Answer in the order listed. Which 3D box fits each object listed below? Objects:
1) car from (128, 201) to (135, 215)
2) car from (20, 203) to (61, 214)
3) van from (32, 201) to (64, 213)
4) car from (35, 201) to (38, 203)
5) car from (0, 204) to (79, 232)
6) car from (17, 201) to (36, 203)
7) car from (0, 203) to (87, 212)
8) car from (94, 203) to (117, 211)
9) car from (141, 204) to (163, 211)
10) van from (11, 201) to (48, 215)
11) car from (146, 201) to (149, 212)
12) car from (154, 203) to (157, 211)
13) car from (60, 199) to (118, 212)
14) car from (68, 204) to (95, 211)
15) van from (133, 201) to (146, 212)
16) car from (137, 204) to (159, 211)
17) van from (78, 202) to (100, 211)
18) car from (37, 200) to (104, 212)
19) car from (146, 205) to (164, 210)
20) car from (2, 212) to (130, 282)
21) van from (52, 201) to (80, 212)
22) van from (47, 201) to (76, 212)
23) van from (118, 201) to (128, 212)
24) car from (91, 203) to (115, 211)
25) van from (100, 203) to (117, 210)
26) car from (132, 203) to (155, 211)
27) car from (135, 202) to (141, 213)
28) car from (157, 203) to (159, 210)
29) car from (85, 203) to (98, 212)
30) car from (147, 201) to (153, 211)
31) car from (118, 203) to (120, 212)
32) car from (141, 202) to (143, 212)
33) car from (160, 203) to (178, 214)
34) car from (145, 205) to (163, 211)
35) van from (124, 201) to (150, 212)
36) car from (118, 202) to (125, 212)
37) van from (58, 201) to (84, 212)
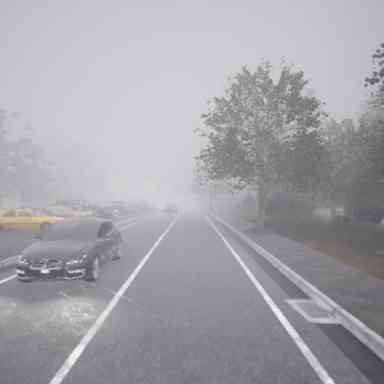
[{"bbox_3d":[-10.323,2.298,42.594,5.008,1.535,2.097,0,-2,0],"label":"car"},{"bbox_3d":[-23.207,2.549,51.098,5.366,1.575,1.946,0,-2,0],"label":"car"},{"bbox_3d":[-23.272,2.410,53.871,4.442,1.987,1.878,0,-2,0],"label":"van"},{"bbox_3d":[-23.389,2.387,45.559,4.892,1.521,2.231,0,-2,0],"label":"car"},{"bbox_3d":[-10.147,1.679,20.409,5.366,1.575,1.946,0,-1,0],"label":"car"},{"bbox_3d":[-23.392,2.303,42.790,5.008,1.535,2.097,0,-2,0],"label":"car"},{"bbox_3d":[-10.336,1.742,23.177,4.892,1.521,2.231,0,-1,0],"label":"car"},{"bbox_3d":[-23.337,3.971,89.835,5.566,2.045,2.435,0,-3,0],"label":"car"},{"bbox_3d":[-10.103,3.959,84.183,5.366,1.575,1.946,0,-3,0],"label":"car"},{"bbox_3d":[-23.510,2.244,48.335,4.442,1.987,1.878,0,-2,0],"label":"van"},{"bbox_3d":[-10.337,2.744,56.474,4.792,1.488,2.163,0,-2,0],"label":"car"},{"bbox_3d":[-10.295,3.195,67.543,5.008,1.535,2.097,0,-3,0],"label":"car"},{"bbox_3d":[-10.296,1.714,31.502,5.566,2.045,2.435,0,-2,0],"label":"car"},{"bbox_3d":[-23.372,3.328,70.451,5.008,1.535,2.097,0,-3,0],"label":"car"},{"bbox_3d":[-10.193,2.405,53.701,4.442,1.987,1.878,0,-2,0],"label":"van"},{"bbox_3d":[-10.286,3.708,78.636,4.892,1.521,2.231,0,-3,0],"label":"car"},{"bbox_3d":[-23.491,3.352,75.872,4.442,1.987,1.878,0,-3,0],"label":"van"},{"bbox_3d":[-10.358,1.759,28.728,4.553,1.767,2.185,0,-2,0],"label":"car"},{"bbox_3d":[-10.254,4.375,92.501,4.792,1.488,2.163,0,-3,0],"label":"car"},{"bbox_3d":[-3.348,1.573,10.005,1.837,1.490,4.892,0,-1,0],"label":"car"},{"bbox_3d":[-23.500,2.720,62.160,4.442,1.987,1.878,0,-3,0],"label":"van"},{"bbox_3d":[-23.269,2.587,59.260,4.442,1.987,1.878,0,-2,0],"label":"van"},{"bbox_3d":[-10.436,1.989,39.826,4.442,1.987,1.878,0,-2,0],"label":"van"},{"bbox_3d":[-23.339,3.843,87.068,5.566,2.045,2.435,0,-3,0],"label":"car"},{"bbox_3d":[-23.246,4.124,92.600,4.442,1.987,1.878,0,-3,0],"label":"van"},{"bbox_3d":[-10.267,3.198,70.323,4.553,1.767,2.185,0,-3,0],"label":"car"},{"bbox_3d":[-10.283,2.494,48.142,4.792,1.488,2.163,0,-2,0],"label":"car"},{"bbox_3d":[-10.265,3.325,73.096,4.553,1.767,2.185,0,-3,0],"label":"car"},{"bbox_3d":[-10.335,1.808,25.948,5.008,1.535,2.097,0,-2,0],"label":"car"},{"bbox_3d":[-10.334,2.561,59.235,5.566,2.045,2.435,0,-3,0],"label":"car"},{"bbox_3d":[-10.352,2.078,34.269,4.792,1.488,2.163,0,-2,0],"label":"car"},{"bbox_3d":[-10.314,2.588,50.918,4.674,1.452,2.002,0,-2,0],"label":"car"},{"bbox_3d":[-3.311,2.469,51.814,2.097,1.767,4.553,0,-2,0],"label":"car"},{"bbox_3d":[-10.256,4.247,89.728,4.792,1.488,2.163,0,-3,0],"label":"car"},{"bbox_3d":[-10.187,2.714,62.007,4.442,1.987,1.878,0,-3,0],"label":"van"},{"bbox_3d":[-10.323,2.171,37.043,4.674,1.452,2.002,0,-2,0],"label":"car"},{"bbox_3d":[-23.499,2.842,64.803,4.442,1.987,1.878,0,-3,0],"label":"van"}]
